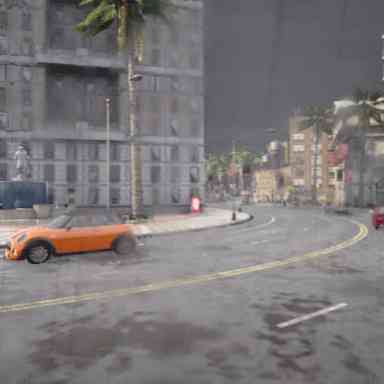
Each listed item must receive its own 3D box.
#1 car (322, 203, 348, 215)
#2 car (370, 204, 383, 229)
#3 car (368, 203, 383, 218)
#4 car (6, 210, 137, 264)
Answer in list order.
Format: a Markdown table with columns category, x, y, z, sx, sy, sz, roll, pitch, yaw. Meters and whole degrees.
| category | x | y | z | sx | sy | sz | roll | pitch | yaw |
| --- | --- | --- | --- | --- | --- | --- | --- | --- | --- |
| car | 17.960 | 2.105 | 41.933 | 1.994 | 1.385 | 4.181 | 0 | -1 | 2 |
| car | 13.912 | 1.770 | 23.672 | 1.882 | 1.535 | 5.008 | -1 | -1 | 25 |
| car | 20.962 | 1.984 | 35.562 | 2.033 | 1.411 | 5.357 | 0 | -1 | 9 |
| car | -4.498 | 1.561 | 12.739 | 4.553 | 1.767 | 2.097 | 0 | -1 | -33 |
